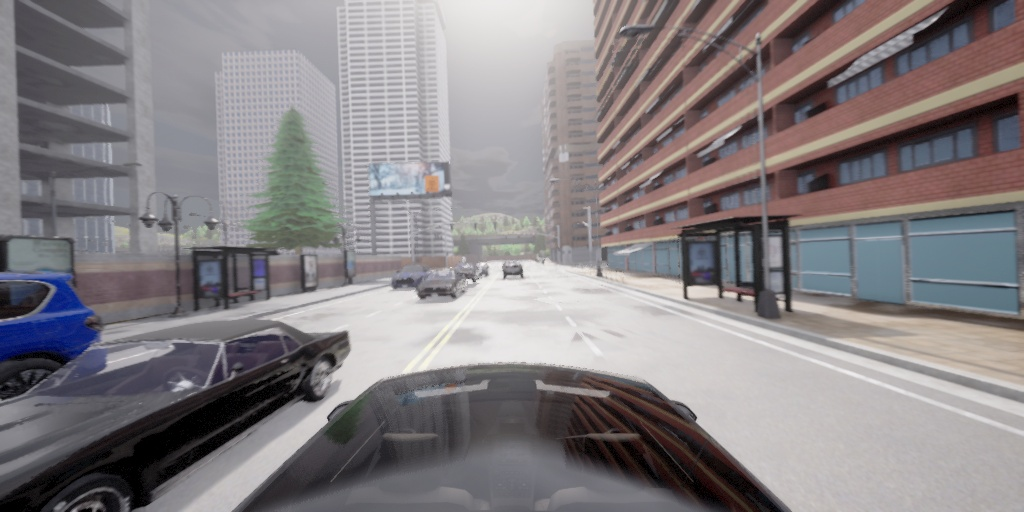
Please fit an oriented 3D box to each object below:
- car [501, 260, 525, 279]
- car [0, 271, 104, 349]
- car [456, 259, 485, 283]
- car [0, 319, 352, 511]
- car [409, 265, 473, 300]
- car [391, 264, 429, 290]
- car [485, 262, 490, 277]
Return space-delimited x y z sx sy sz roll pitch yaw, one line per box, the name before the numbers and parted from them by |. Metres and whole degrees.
car | 0.136 1.271 33.939 2.128 1.511 4.902 -2 0 1
car | -7.177 1.228 3.005 2.150 2.045 5.566 -2 0 0
car | -3.456 1.158 27.007 2.033 1.411 5.357 -2 0 0
car | -3.662 1.482 3.852 1.895 1.301 4.718 -2 0 0
car | -3.583 1.443 19.250 2.033 1.411 5.357 -2 0 0
car | -7.041 1.380 25.770 2.097 1.767 4.553 -2 0 0
car | -3.389 1.426 38.206 2.128 1.511 4.902 -2 0 0
